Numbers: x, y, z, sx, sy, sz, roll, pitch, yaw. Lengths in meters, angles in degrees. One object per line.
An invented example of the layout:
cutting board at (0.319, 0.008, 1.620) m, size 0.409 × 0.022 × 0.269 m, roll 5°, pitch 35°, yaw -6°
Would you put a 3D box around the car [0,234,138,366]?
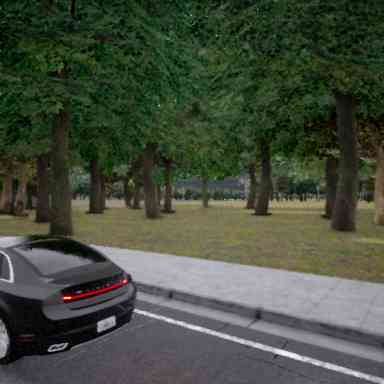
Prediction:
car at (-3.120, 1.521, 5.853) m, size 4.892 × 1.490 × 1.837 m, roll 0°, pitch 0°, yaw 35°
